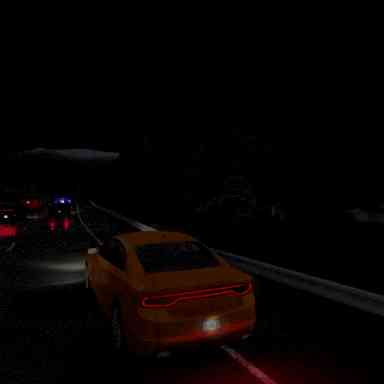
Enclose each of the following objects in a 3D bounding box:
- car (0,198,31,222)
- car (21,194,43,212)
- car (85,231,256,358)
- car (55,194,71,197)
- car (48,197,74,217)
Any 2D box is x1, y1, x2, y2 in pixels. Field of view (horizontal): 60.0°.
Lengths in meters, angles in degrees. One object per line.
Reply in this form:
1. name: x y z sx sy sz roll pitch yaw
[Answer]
1. car: -14.147 1.505 26.145 1.837 1.490 4.892 0 0 -21
2. car: -18.705 1.221 38.720 2.150 2.045 5.566 0 0 -20
3. car: -0.820 1.478 6.327 1.882 1.535 5.008 0 0 -25
4. car: -15.833 1.222 40.925 2.150 2.045 5.566 0 0 -19
5. car: -12.273 1.492 31.038 2.128 1.511 4.902 0 0 -20
